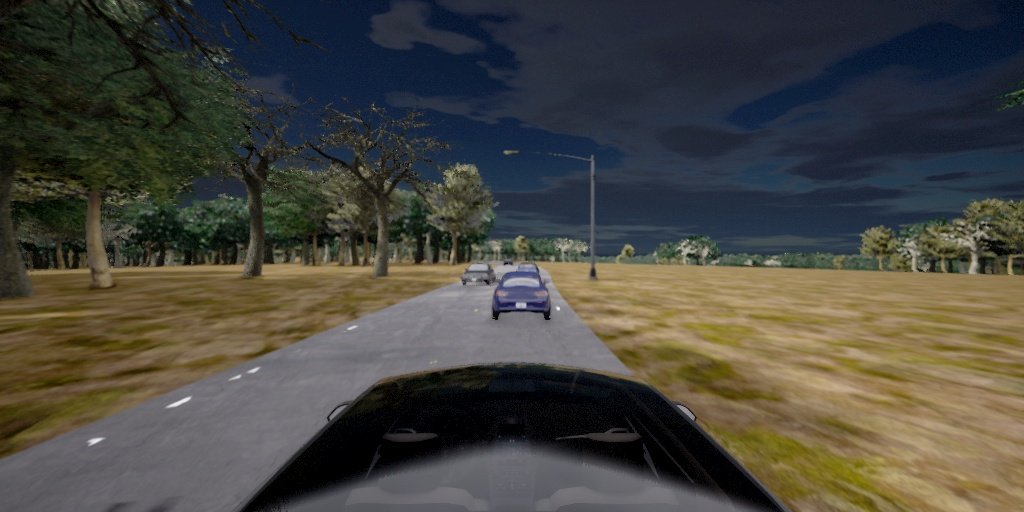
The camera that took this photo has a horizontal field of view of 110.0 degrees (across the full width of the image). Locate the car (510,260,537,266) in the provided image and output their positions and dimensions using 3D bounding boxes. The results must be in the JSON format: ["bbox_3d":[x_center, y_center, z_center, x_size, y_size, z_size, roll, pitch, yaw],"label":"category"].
[{"bbox_3d":[1.310,1.239,29.095,2.033,1.411,5.357,0,0,5],"label":"car"}]

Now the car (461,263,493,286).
[{"bbox_3d":[-2.219,1.223,24.823,1.812,1.442,4.674,0,0,4],"label":"car"}]

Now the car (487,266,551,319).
[{"bbox_3d":[0.344,1.253,12.588,1.812,1.442,4.674,0,0,2],"label":"car"}]
